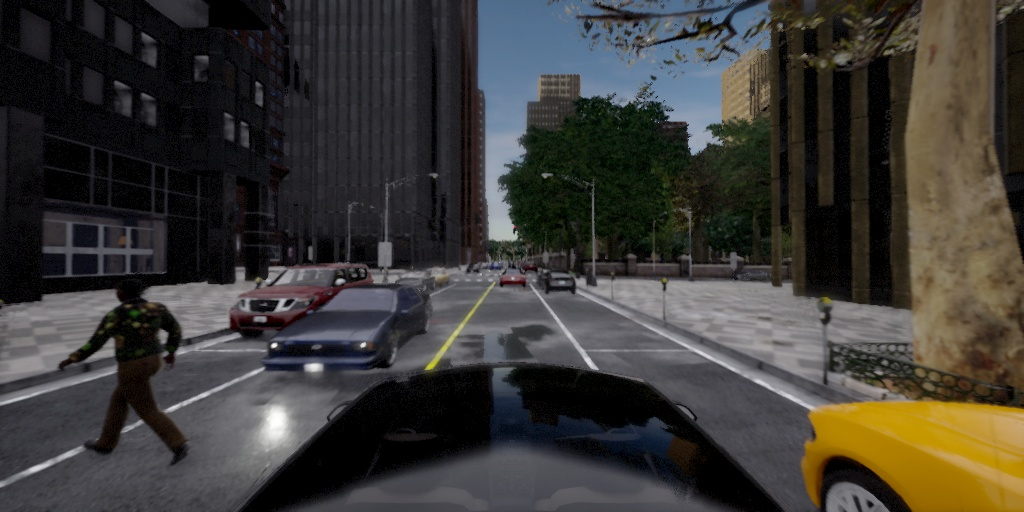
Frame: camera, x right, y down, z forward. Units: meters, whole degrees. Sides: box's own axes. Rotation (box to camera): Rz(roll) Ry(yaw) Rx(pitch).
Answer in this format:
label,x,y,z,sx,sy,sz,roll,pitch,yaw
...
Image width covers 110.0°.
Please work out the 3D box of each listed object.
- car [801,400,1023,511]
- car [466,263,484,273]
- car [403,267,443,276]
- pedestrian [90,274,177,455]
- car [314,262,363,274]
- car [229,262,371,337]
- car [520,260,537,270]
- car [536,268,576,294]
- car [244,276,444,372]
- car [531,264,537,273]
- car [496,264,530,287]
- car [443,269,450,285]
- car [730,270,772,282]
label,x,y,z,sx,sy,sz,roll,pitch,yaw
car,3.000,1.217,0.496,1.882,1.535,5.008,0,-1,0
car,-5.779,1.845,53.920,1.948,1.339,4.313,0,0,0
car,-5.769,1.498,21.745,2.007,1.370,4.403,0,0,0
pedestrian,-3.673,1.061,3.499,0.375,1.860,0.375,0,-1,0
car,-20.204,1.401,41.932,4.718,1.301,1.895,1,-1,-1
car,-5.766,1.153,10.721,2.192,1.841,5.009,0,0,0
car,2.746,1.594,53.932,2.192,1.841,5.009,0,0,0
car,2.756,1.514,21.757,1.948,1.339,4.313,0,0,0
car,-3.114,1.360,8.212,2.033,1.411,5.357,0,0,-1
car,2.754,1.554,27.269,2.007,1.370,4.403,0,0,0
car,0.072,1.567,27.270,1.994,1.385,4.181,0,-1,0
car,-5.771,1.528,27.087,1.751,1.417,4.829,0,0,0
car,28.033,2.316,42.151,4.181,1.385,1.994,1,-1,0
